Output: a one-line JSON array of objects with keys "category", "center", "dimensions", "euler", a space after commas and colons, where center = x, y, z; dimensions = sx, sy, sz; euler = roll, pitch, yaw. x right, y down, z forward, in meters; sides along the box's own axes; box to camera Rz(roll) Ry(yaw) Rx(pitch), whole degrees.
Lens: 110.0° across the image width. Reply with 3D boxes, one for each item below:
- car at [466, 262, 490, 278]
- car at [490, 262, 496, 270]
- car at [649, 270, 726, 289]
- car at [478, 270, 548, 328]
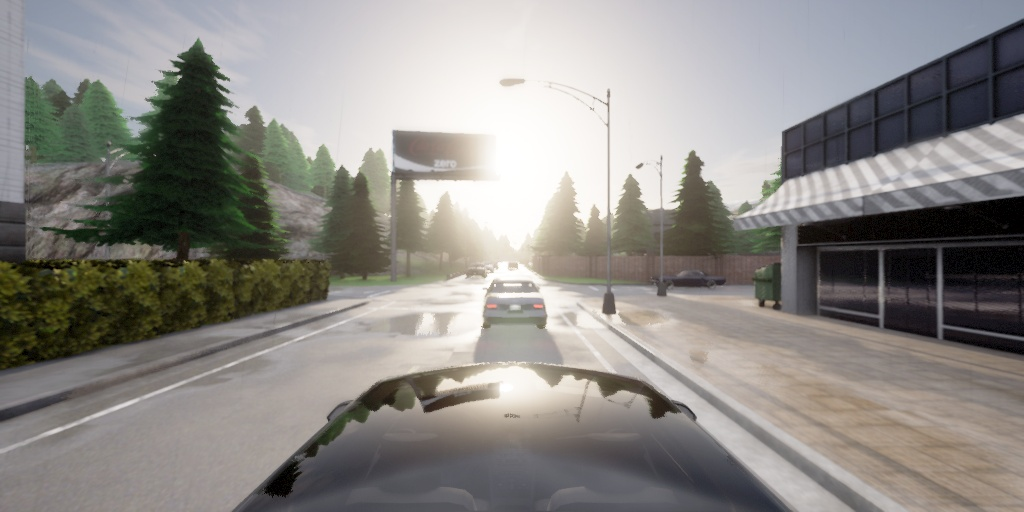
[{"category": "car", "center": [-3.560, 1.466, 36.911], "dimensions": [1.837, 1.490, 4.892], "euler": [0, 0, 0]}, {"category": "car", "center": [-3.541, 1.561, 49.279], "dimensions": [1.812, 1.442, 4.674], "euler": [0, 0, 0]}, {"category": "car", "center": [12.357, 1.669, 25.512], "dimensions": [4.718, 1.301, 1.895], "euler": [0, 0, 1]}, {"category": "car", "center": [0.010, 1.357, 11.590], "dimensions": [2.033, 1.411, 5.357], "euler": [0, 0, -2]}]
